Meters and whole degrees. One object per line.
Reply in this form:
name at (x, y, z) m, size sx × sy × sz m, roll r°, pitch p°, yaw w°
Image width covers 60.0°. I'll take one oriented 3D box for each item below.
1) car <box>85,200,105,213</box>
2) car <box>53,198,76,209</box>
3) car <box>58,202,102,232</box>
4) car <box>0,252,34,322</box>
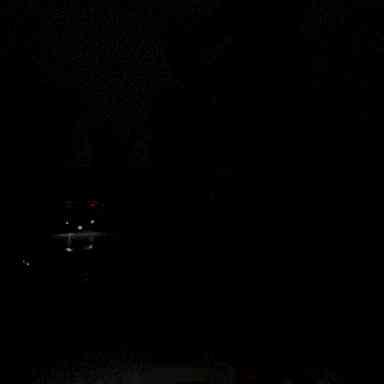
car at (-11.256, 1.595, 37.528) m, size 1.812 × 1.442 × 4.674 m, roll 0°, pitch 0°, yaw -34°
car at (-17.285, 1.574, 45.114) m, size 2.128 × 1.511 × 4.902 m, roll 0°, pitch 0°, yaw -42°
car at (-7.050, 1.586, 20.866) m, size 2.033 × 1.411 × 5.357 m, roll 0°, pitch 0°, yaw -19°
car at (-4.038, 1.574, 4.951) m, size 1.994 × 1.385 × 4.181 m, roll 0°, pitch 0°, yaw -4°
